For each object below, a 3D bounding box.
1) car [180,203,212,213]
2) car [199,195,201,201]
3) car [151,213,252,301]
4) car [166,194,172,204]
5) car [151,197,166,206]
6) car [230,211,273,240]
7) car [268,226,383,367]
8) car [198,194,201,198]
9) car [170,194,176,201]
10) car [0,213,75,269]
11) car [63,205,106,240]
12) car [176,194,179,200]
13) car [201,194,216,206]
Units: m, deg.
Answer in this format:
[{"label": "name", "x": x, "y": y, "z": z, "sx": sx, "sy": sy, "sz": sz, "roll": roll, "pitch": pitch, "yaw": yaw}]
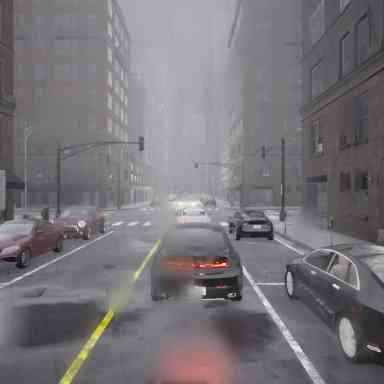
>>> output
[{"label": "car", "x": 0.083, "y": 1.526, "z": 17.449, "sx": 1.812, "sy": 1.442, "sz": 4.674, "roll": 0, "pitch": 0, "yaw": -1}, {"label": "car", "x": 2.913, "y": 1.607, "z": 64.544, "sx": 2.008, "sy": 1.369, "sz": 4.403, "roll": 0, "pitch": 0, "yaw": 0}, {"label": "car", "x": 0.098, "y": 1.505, "z": 8.301, "sx": 1.837, "sy": 1.490, "sz": 4.892, "roll": 0, "pitch": 0, "yaw": 0}, {"label": "car", "x": -5.612, "y": 1.607, "z": 64.557, "sx": 2.008, "sy": 1.369, "sz": 4.403, "roll": 0, "pitch": 0, "yaw": 0}, {"label": "car", "x": -5.632, "y": 1.618, "z": 53.740, "sx": 1.802, "sy": 1.307, "sz": 4.206, "roll": 0, "pitch": 0, "yaw": 0}, {"label": "car", "x": 2.856, "y": 1.566, "z": 16.636, "sx": 1.947, "sy": 1.339, "sz": 4.313, "roll": 0, "pitch": 0, "yaw": 0}, {"label": "car", "x": 2.856, "y": 1.550, "z": 5.634, "sx": 2.008, "sy": 1.369, "sz": 4.403, "roll": 0, "pitch": 0, "yaw": 0}, {"label": "car", "x": 2.932, "y": 1.524, "z": 75.362, "sx": 1.967, "sy": 1.590, "sz": 4.097, "roll": 0, "pitch": 0, "yaw": 0}, {"label": "car", "x": -5.583, "y": 1.626, "z": 80.613, "sx": 1.752, "sy": 1.417, "sz": 4.829, "roll": 0, "pitch": 0, "yaw": 0}, {"label": "car", "x": -5.670, "y": 1.582, "z": 11.136, "sx": 1.802, "sy": 1.307, "sz": 4.206, "roll": 0, "pitch": 0, "yaw": 0}, {"label": "car", "x": -5.669, "y": 1.441, "z": 16.637, "sx": 1.967, "sy": 1.590, "sz": 4.097, "roll": 0, "pitch": 0, "yaw": 0}, {"label": "car", "x": -5.563, "y": 1.457, "z": 91.600, "sx": 2.192, "sy": 1.841, "sz": 5.009, "roll": 0, "pitch": 0, "yaw": 0}, {"label": "car", "x": 2.892, "y": 1.476, "z": 53.727, "sx": 1.967, "sy": 1.590, "sz": 4.097, "roll": 0, "pitch": 0, "yaw": 0}]
